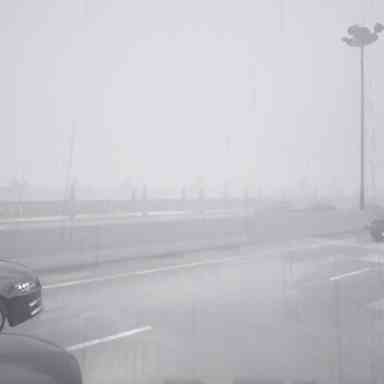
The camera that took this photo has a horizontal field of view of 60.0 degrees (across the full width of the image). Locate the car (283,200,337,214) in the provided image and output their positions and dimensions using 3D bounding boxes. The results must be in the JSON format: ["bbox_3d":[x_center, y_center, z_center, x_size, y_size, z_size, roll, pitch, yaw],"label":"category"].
[{"bbox_3d":[10.423,1.480,28.617,5.008,1.535,1.882,0,0,-35],"label":"car"}]

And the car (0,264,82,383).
[{"bbox_3d":[-2.935,1.525,1.652,4.674,1.442,1.812,0,0,-35],"label":"car"}]

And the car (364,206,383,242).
[{"bbox_3d":[10.012,1.507,15.184,4.892,1.490,1.837,0,0,-35],"label":"car"}]

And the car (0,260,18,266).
[{"bbox_3d":[-4.774,1.491,4.640,4.902,1.511,2.128,0,0,-36],"label":"car"}]

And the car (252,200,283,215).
[{"bbox_3d":[7.693,1.508,30.969,4.892,1.490,1.837,0,0,-35],"label":"car"}]

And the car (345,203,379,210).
[{"bbox_3d":[13.990,1.567,26.859,4.181,1.385,1.994,0,0,-35],"label":"car"}]
